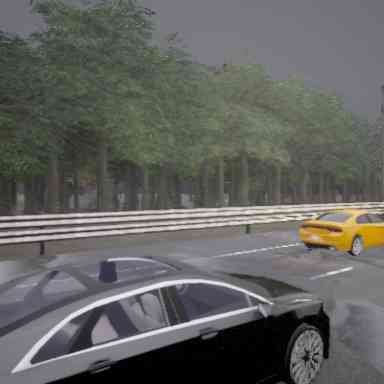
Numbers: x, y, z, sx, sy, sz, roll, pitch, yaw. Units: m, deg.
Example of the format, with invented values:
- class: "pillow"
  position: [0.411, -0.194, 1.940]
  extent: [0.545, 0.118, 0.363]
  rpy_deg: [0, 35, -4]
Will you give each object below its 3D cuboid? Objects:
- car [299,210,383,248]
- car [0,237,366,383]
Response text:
- class: "car"
  position: [6.279, 1.431, 12.949]
  extent: [5.008, 1.535, 1.882]
  rpy_deg: [0, 0, -35]
- class: "car"
  position: [-0.409, 1.478, 3.601]
  extent: [4.902, 1.511, 2.128]
  rpy_deg: [0, 0, -37]
